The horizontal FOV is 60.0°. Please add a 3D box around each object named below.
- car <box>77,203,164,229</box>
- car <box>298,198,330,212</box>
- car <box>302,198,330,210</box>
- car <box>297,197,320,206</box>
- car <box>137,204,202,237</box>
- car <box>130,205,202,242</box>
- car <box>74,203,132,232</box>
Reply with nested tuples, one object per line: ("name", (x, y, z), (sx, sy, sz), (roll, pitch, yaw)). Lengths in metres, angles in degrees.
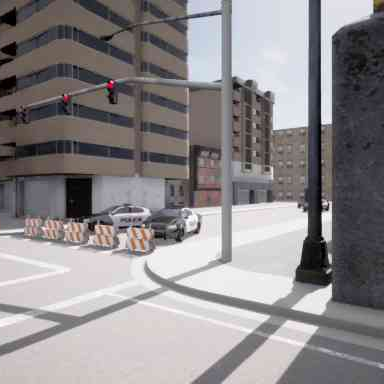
("car", (-4.097, 1.295, 19.264), (4.536, 1.218, 1.853), (0, 0, -29))
("car", (14.326, 1.453, 38.329), (2.038, 1.542, 4.974), (0, 0, 36))
("car", (14.356, 1.295, 38.371), (1.853, 1.218, 4.536), (0, 0, 36))
("car", (16.564, 1.295, 47.289), (1.853, 1.218, 4.536), (0, 0, 36))
("car", (-0.936, 1.295, 16.603), (1.853, 1.218, 4.536), (0, 0, 16))
("car", (-0.949, 1.453, 16.553), (2.038, 1.542, 4.974), (0, 0, 16))
("car", (-4.142, 1.453, 19.238), (4.974, 1.542, 2.038), (0, 0, -29))
